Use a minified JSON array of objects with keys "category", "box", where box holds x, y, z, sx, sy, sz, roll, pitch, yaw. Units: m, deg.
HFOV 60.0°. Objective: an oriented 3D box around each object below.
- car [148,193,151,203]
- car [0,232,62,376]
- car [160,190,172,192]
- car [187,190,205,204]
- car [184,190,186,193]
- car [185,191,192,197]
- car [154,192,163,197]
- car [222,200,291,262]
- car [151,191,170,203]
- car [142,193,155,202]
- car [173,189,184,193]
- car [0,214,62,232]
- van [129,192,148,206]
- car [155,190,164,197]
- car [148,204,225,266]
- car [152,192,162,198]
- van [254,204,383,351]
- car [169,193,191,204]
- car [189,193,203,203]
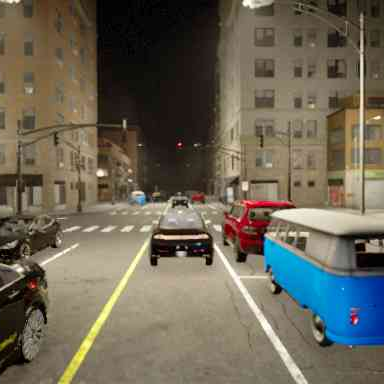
[{"category":"car","box":[-7.474,1.005,53.878,1.947,1.339,4.313,0,1,-2]},{"category":"car","box":[-2.909,1.468,2.908,2.128,1.511,4.902,0,1,-2]},{"category":"car","box":[-5.353,0.885,67.391,1.895,1.301,4.718,0,1,-2]},{"category":"car","box":[0.840,0.785,48.791,2.192,1.841,5.009,0,1,-2]},{"category":"car","box":[-0.026,0.552,70.398,2.192,1.841,5.009,0,1,-2]},{"category":"car","box":[-0.897,0.527,92.176,1.752,1.417,4.829,0,1,-2]},{"category":"car","box":[-8.734,0.655,86.289,1.947,1.339,4.313,0,1,-2]},{"category":"car","box":[2.233,1.185,11.448,2.192,1.841,5.009,0,1,-2]},{"category":"car","box":[-4.775,1.027,50.943,1.994,1.385,4.181,0,1,-2]},{"category":"car","box":[-7.684,0.925,59.279,1.887,1.381,4.507,0,1,-2]},{"category":"car","box":[-2.896,0.734,75.131,2.033,1.411,5.357,0,1,-2]},{"category":"car","box":[-5.785,1.462,11.137,1.947,1.339,4.313,0,1,-2]},{"category":"van","box":[-7.055,0.896,43.072,1.690,1.788,3.998,0,1,-2]},{"category":"car","box":[-8.945,0.346,91.688,2.192,1.841,5.009,0,1,-2]},{"category":"car","box":[-0.340,1.372,11.093,2.128,1.511,4.902,0,1,-1]},{"category":"car","box":[-8.524,0.698,80.887,2.008,1.369,4.403,0,1,-2]},{"category":"van","box":[2.448,1.269,5.941,1.690,1.788,3.998,0,1,-2]},{"category":"car","box":[-1.428,1.172,40.031,1.895,1.301,4.718,0,1,-2]},{"category":"car","box":[0.624,0.962,54.195,2.008,1.369,4.403,0,1,-2]}]
